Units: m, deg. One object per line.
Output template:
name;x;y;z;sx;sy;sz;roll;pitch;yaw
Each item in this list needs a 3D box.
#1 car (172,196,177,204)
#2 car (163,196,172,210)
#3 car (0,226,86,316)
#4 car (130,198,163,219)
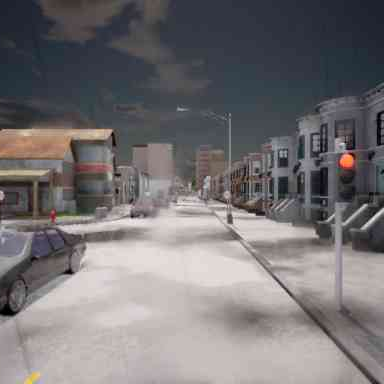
car;-3.896;1.506;66.129;1.837;1.490;4.892;0;0;0
car;-4.033;1.563;43.419;1.994;1.385;4.181;0;0;0
car;-4.092;1.547;7.762;2.033;1.411;5.357;0;0;0
car;-4.064;1.352;29.099;2.097;1.767;4.553;0;0;0
